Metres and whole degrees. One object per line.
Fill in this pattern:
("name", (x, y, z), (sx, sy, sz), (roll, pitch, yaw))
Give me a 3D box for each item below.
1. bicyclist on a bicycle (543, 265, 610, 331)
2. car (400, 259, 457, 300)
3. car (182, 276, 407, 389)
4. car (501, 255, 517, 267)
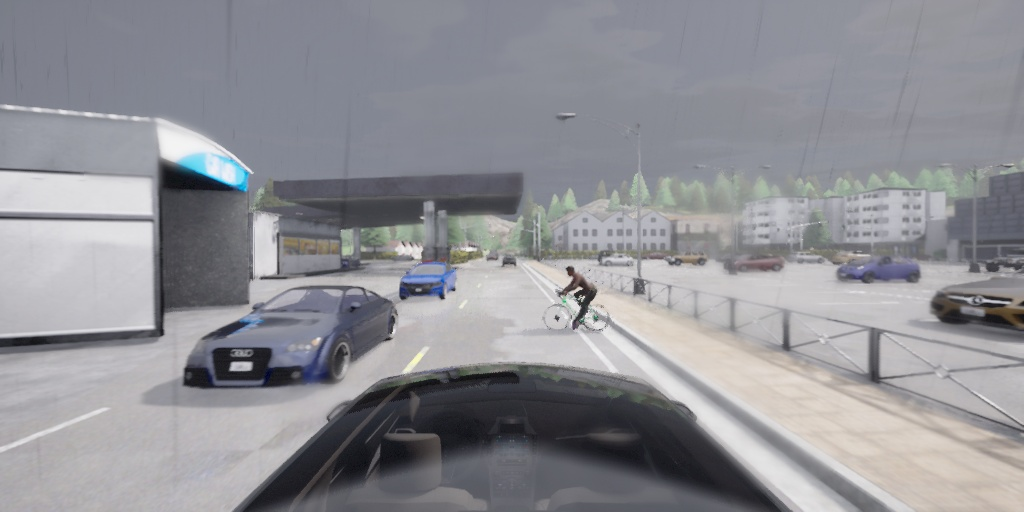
("bicyclist on a bicycle", (1.586, 1.060, 8.822), (1.656, 1.620, 0.582), (0, 1, -1))
("car", (-3.741, 1.044, 16.714), (1.882, 1.535, 5.008), (0, 1, -1))
("car", (-3.637, 1.261, 6.778), (1.994, 1.385, 4.181), (0, 1, -1))
("car", (-0.370, 0.646, 47.701), (1.837, 1.490, 4.892), (0, 1, -1))
